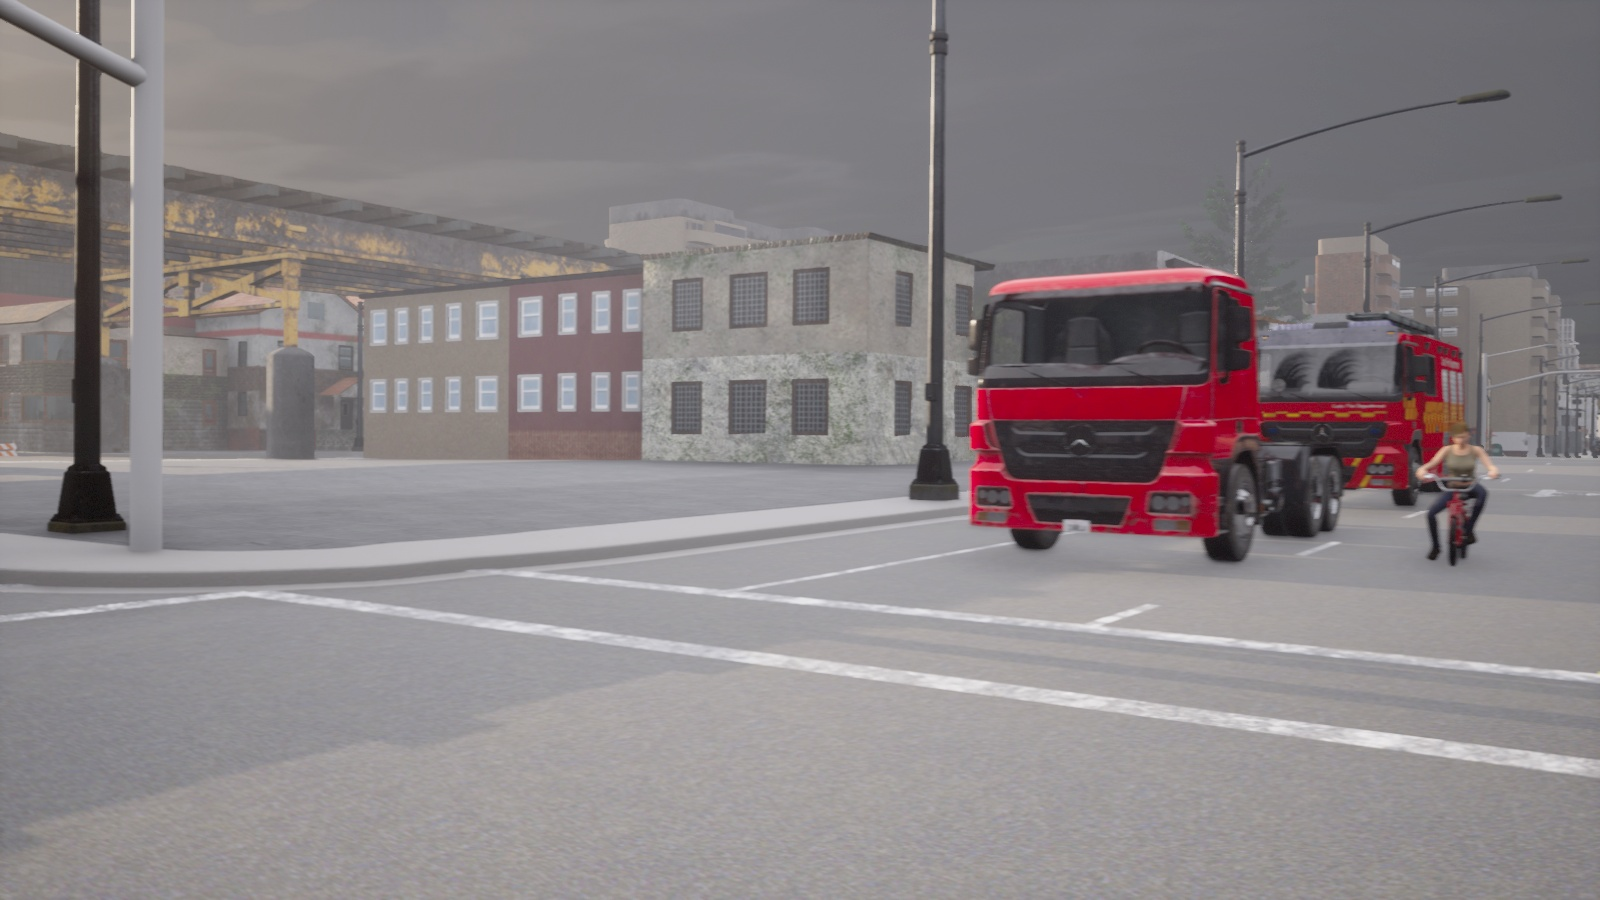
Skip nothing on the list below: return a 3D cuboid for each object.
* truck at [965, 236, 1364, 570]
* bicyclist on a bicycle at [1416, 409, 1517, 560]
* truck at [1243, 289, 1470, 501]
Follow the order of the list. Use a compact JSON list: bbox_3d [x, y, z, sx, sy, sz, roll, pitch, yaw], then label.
[{"bbox_3d":[5.365,-0.586,17.117,2.891,3.462,7.936,0,1,34],"label":"truck"},{"bbox_3d":[7.628,0.353,14.344,0.866,1.612,1.509,0,1,34],"label":"bicyclist on a bicycle"},{"bbox_3d":[12.176,-1.119,26.938,2.891,3.827,8.468,0,2,35],"label":"truck"}]
